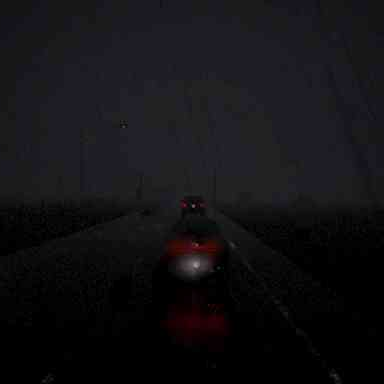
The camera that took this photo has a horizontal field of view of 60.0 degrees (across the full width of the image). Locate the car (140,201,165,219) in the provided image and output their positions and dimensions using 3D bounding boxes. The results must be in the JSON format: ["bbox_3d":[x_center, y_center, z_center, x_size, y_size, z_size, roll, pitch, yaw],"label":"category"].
[{"bbox_3d":[-3.561,1.614,30.628,1.882,1.535,5.008,0,0,0],"label":"car"}]

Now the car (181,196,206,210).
[{"bbox_3d":[0.134,1.362,31.798,2.150,2.045,5.566,0,0,0],"label":"car"}]

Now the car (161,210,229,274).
[{"bbox_3d":[0.088,1.557,10.714,1.837,1.490,4.892,0,0,0],"label":"car"}]
